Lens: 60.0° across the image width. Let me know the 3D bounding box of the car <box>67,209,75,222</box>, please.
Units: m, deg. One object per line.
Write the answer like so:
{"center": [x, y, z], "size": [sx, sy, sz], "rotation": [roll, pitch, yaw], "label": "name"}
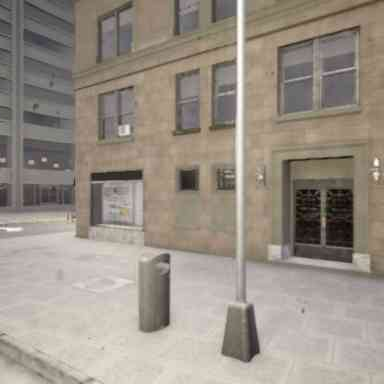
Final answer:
{"center": [-7.181, 1.501, 25.563], "size": [2.128, 1.511, 4.902], "rotation": [0, 0, 36], "label": "car"}
